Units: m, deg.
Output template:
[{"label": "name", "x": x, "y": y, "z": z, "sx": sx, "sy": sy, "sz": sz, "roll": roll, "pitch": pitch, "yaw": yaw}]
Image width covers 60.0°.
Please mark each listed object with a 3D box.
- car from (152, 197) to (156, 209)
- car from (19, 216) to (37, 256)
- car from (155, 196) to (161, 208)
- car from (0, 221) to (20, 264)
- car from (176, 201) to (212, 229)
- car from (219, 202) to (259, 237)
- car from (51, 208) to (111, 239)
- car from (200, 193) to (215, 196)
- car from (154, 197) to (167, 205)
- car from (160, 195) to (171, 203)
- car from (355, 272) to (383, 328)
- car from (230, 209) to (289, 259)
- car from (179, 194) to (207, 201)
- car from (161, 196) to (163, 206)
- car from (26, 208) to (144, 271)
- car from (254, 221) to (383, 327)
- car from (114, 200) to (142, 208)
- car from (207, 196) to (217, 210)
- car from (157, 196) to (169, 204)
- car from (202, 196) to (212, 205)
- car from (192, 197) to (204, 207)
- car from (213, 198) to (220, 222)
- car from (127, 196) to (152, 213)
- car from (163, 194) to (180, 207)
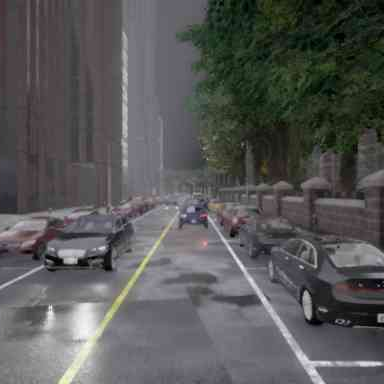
[{"label": "car", "x": -5.778, "y": 1.547, "z": 39.625, "sx": 1.887, "sy": 1.381, "sz": 4.507, "roll": 0, "pitch": 0, "yaw": 0}, {"label": "car", "x": -5.768, "y": 1.582, "z": 12.340, "sx": 1.802, "sy": 1.307, "sz": 4.206, "roll": 0, "pitch": 0, "yaw": 0}, {"label": "car", "x": -5.780, "y": 1.549, "z": 45.082, "sx": 1.887, "sy": 1.381, "sz": 4.507, "roll": 0, "pitch": 0, "yaw": 0}, {"label": "car", "x": -5.766, "y": 1.551, "z": 6.883, "sx": 2.008, "sy": 1.369, "sz": 4.403, "roll": 0, "pitch": 0, "yaw": 0}, {"label": "car", "x": 0.091, "y": 1.526, "z": 21.770, "sx": 1.812, "sy": 1.442, "sz": 4.674, "roll": 0, "pitch": 0, "yaw": 0}, {"label": "car", "x": 2.755, "y": 1.441, "z": 17.807, "sx": 1.967, "sy": 1.590, "sz": 4.097, "roll": 0, "pitch": 0, "yaw": 0}, {"label": "car", "x": -5.770, "y": 1.582, "z": 17.797, "sx": 1.802, "sy": 1.307, "sz": 4.206, "roll": 0, "pitch": 0, "yaw": 0}, {"label": "car", "x": 2.743, "y": 1.323, "z": 50.546, "sx": 2.192, "sy": 1.841, "sz": 5.009, "roll": 0, "pitch": 0, "yaw": 0}, {"label": "car", "x": -5.787, "y": 1.564, "z": 61.453, "sx": 2.008, "sy": 1.369, "sz": 4.403, "roll": 0, "pitch": 0, "yaw": 0}, {"label": "car", "x": -5.791, "y": 1.460, "z": 72.368, "sx": 1.967, "sy": 1.590, "sz": 4.097, "roll": 0, "pitch": 0, "yaw": 0}, {"label": "car", "x": 2.762, "y": 1.566, "z": 1.437, "sx": 1.947, "sy": 1.339, "sz": 4.313, "roll": 0, "pitch": 0, "yaw": 0}, {"label": "car", "x": 2.757, "y": 1.551, "z": 12.350, "sx": 2.008, "sy": 1.369, "sz": 4.403, "roll": 0, "pitch": 0, "yaw": 0}, {"label": "car", "x": 0.080, "y": 1.353, "z": 31.885, "sx": 2.097, "sy": 1.767, "sz": 4.553, "roll": 0, "pitch": 0, "yaw": 0}, {"label": "car", "x": -5.785, "y": 1.450, "z": 55.996, "sx": 1.967, "sy": 1.590, "sz": 4.097, "roll": 0, "pitch": 0, "yaw": 0}, {"label": "car", "x": -3.095, "y": 1.491, "z": 10.933, "sx": 2.128, "sy": 1.511, "sz": 4.902, "roll": 0, "pitch": 0, "yaw": 0}, {"label": "car", "x": 2.760, "y": 1.551, "z": 6.893, "sx": 2.008, "sy": 1.369, "sz": 4.403, "roll": 0, "pitch": 0, "yaw": 0}, {"label": "car", "x": -5.774, "y": 1.582, "z": 28.711, "sx": 1.802, "sy": 1.307, "sz": 4.206, "roll": 0, "pitch": 0, "yaw": 0}, {"label": "car", "x": 2.747, "y": 1.528, "z": 39.803, "sx": 1.752, "sy": 1.417, "sz": 4.829, "roll": 0, "pitch": 0, "yaw": 0}, {"label": "car", "x": -5.789, "y": 1.561, "z": 66.910, "sx": 1.887, "sy": 1.381, "sz": 4.507, "roll": 0, "pitch": 0, "yaw": 0}, {"label": "car", "x": 2.739, "y": 1.539, "z": 61.629, "sx": 1.752, "sy": 1.417, "sz": 4.829, "roll": 0, "pitch": 0, "yaw": 0}, {"label": "car", "x": 0.880, "y": 1.514, "z": 51.179, "sx": 1.837, "sy": 1.490, "sz": 4.892, "roll": 0, "pitch": 0, "yaw": 0}, {"label": "car", "x": 2.753, "y": 1.441, "z": 23.263, "sx": 1.967, "sy": 1.590, "sz": 4.097, "roll": 0, "pitch": 0, "yaw": 0}, {"label": "car", "x": -5.776, "y": 1.316, "z": 34.168, "sx": 2.192, "sy": 1.841, "sz": 5.009, "roll": 0, "pitch": 0, "yaw": 0}, {"label": "car", "x": -3.087, "y": 1.513, "z": 52.469, "sx": 1.837, "sy": 1.490, "sz": 4.892, "roll": 0, "pitch": 0, "yaw": 0}]
